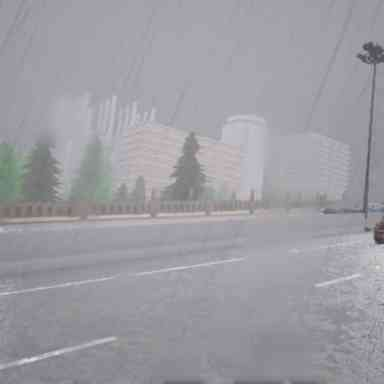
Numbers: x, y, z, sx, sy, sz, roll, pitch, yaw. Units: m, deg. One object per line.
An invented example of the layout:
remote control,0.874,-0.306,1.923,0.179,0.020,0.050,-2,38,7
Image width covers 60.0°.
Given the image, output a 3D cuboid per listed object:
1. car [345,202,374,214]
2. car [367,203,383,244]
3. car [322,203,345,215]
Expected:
car,18.236,1.834,34.201,5.008,1.535,1.882,1,-1,-35
car,10.526,1.531,15.561,4.553,1.767,2.097,1,0,-36
car,16.485,1.925,37.248,4.181,1.385,1.994,1,0,-35
